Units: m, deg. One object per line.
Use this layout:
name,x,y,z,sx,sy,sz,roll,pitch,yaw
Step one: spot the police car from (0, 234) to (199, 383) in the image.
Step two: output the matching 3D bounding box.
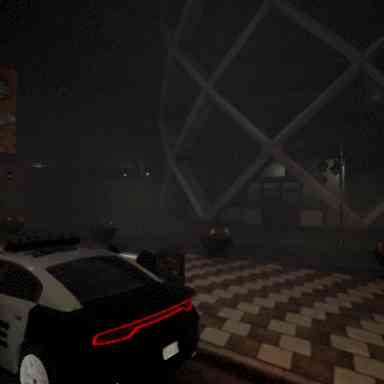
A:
police car,-2.340,1.497,5.066,5.238,1.638,1.930,0,-1,35
